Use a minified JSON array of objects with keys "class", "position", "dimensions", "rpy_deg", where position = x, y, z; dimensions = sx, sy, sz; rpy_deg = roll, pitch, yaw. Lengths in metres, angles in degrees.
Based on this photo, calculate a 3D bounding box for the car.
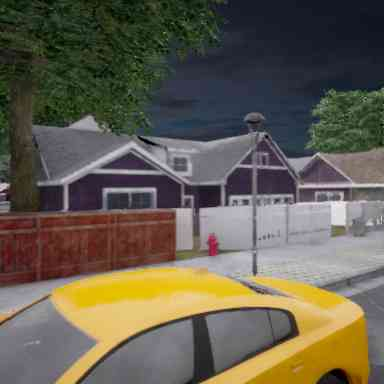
[{"class":"car","position":[-0.583,1.479,2.637],"dimensions":[5.008,1.535,1.882],"rpy_deg":[0,0,-35]}]
